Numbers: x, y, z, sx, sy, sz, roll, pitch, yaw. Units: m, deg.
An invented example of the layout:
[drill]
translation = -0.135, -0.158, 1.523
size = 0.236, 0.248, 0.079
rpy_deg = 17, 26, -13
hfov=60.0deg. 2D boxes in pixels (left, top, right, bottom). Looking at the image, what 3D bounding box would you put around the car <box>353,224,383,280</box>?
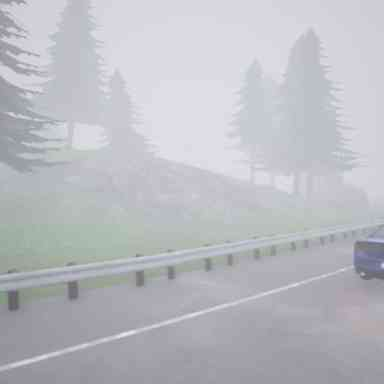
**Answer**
[car]
translation = 6.185, 1.478, 8.928
size = 5.008, 1.535, 1.882
rpy_deg = 0, 0, -40
